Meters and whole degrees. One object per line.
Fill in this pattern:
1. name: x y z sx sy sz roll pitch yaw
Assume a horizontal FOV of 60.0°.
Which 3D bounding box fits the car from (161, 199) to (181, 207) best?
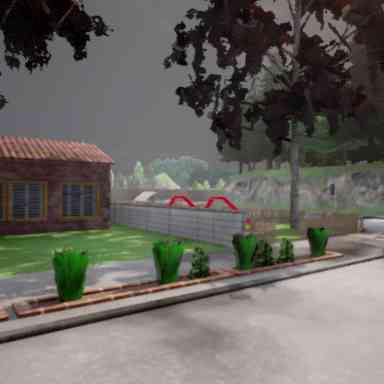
1. car: -3.015 1.720 49.288 1.812 1.442 4.674 1 -1 -35
